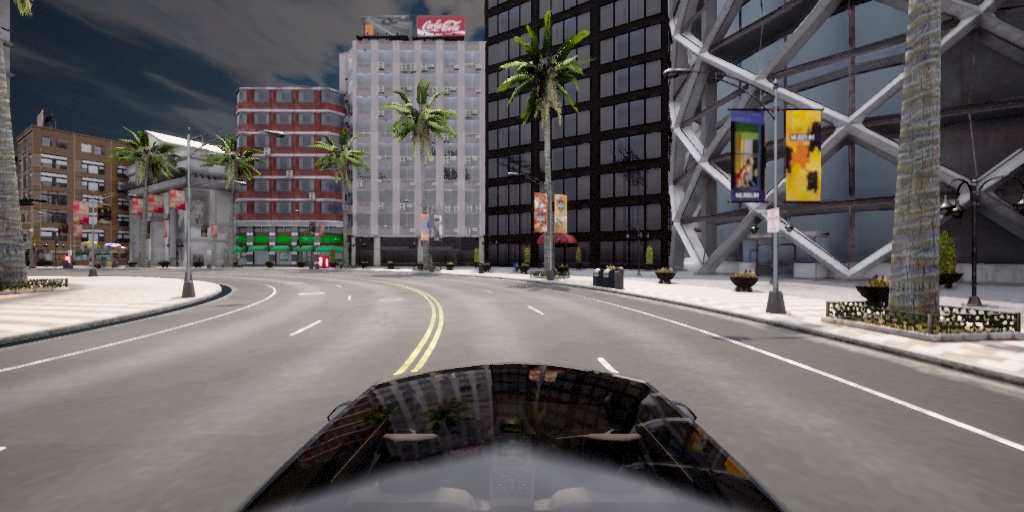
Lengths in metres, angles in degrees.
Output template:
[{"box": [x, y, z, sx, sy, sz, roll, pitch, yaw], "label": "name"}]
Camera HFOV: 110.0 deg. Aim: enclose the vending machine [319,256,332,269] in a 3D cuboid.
[{"box": [-27.626, 0.926, 52.620, 0.880, 2.100, 1.100, 0, 0, 16], "label": "vending machine"}]
